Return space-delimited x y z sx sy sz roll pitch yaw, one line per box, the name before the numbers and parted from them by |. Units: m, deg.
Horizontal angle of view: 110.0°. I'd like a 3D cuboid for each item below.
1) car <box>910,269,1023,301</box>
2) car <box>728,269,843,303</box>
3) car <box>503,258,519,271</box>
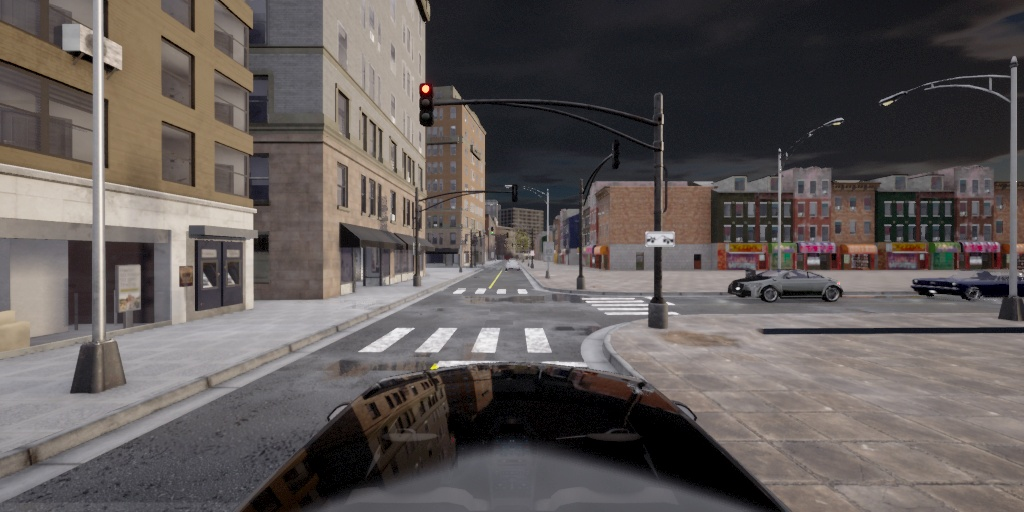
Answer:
car | 20.978 1.265 16.010 4.718 1.301 1.895 0 0 0
car | 12.041 1.261 15.962 4.181 1.385 1.994 0 0 0
car | -0.035 1.290 50.480 1.812 1.442 4.674 0 0 -3
